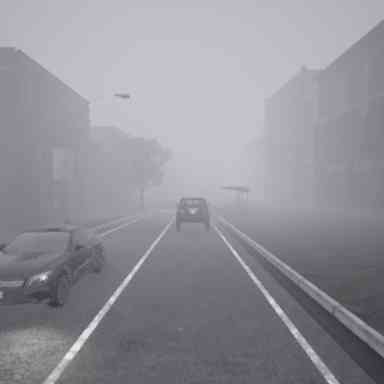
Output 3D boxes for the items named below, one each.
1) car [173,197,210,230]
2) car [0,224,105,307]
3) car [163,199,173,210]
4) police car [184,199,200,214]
[{"bbox_3d":[0.052,1.384,22.767,2.150,2.045,5.566,0,-1,0],"label":"car"},{"bbox_3d":[-3.477,1.581,8.215,1.812,1.442,4.674,0,0,0],"label":"car"},{"bbox_3d":[-3.273,1.871,50.434,1.812,1.442,4.674,0,0,1],"label":"car"},{"bbox_3d":[0.008,1.746,41.816,1.930,1.638,5.238,0,-1,0],"label":"police car"}]
